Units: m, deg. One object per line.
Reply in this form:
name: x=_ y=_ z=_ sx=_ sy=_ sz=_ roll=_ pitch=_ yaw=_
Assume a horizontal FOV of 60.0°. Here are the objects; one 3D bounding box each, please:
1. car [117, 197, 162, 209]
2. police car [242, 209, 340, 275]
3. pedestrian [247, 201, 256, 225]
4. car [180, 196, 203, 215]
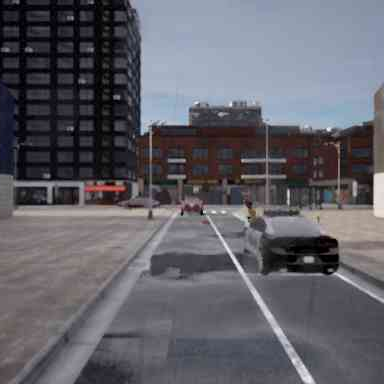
car: x=-6.501 y=1.361 z=41.469 sx=5.357 sy=1.411 sz=2.033 roll=0 pitch=0 yaw=7
police car: x=2.749 y=1.371 z=10.419 sx=1.930 sy=1.638 sz=5.238 roll=0 pitch=0 yaw=0
pedestrian: x=2.417 y=1.224 z=13.434 sx=0.375 sy=1.860 sz=0.375 roll=0 pitch=0 yaw=0
car: x=-0.054 y=1.198 z=31.681 sx=2.097 sy=1.767 sz=4.553 roll=0 pitch=0 yaw=-1
